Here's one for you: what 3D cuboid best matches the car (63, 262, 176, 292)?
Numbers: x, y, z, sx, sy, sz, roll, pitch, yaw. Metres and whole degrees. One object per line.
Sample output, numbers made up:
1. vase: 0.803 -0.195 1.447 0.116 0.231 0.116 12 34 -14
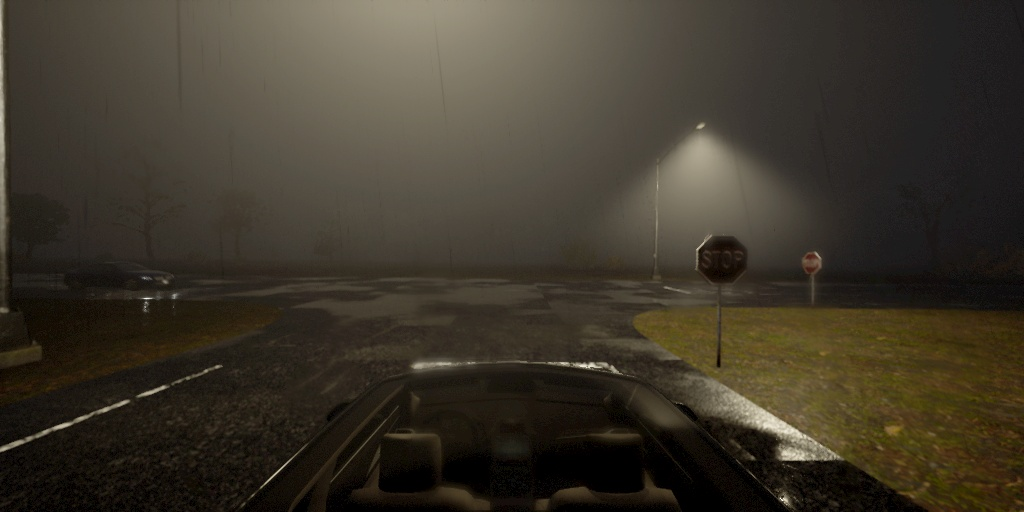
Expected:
1. car: -20.306 1.037 18.602 4.674 1.442 1.812 1 1 0
